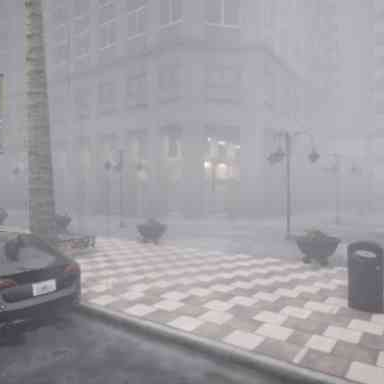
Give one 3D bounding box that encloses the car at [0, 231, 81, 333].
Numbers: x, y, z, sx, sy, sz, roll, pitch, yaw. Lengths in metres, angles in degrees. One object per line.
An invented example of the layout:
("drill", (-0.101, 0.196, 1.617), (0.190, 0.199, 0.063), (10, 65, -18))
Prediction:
("car", (-4.184, 1.511, 6.441), (4.786, 1.482, 2.161), (0, 0, 35))
